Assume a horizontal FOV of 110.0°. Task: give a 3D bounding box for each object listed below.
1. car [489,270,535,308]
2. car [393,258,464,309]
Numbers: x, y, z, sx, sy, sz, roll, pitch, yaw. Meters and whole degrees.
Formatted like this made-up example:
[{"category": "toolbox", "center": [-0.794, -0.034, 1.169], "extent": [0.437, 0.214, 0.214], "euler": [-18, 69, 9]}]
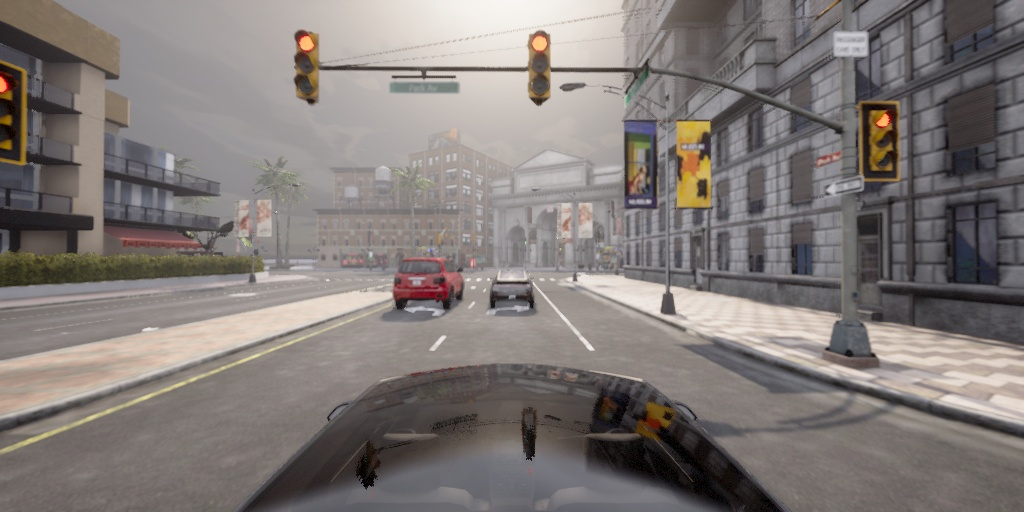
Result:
[{"category": "car", "center": [0.007, 1.378, 16.139], "extent": [2.128, 1.511, 4.902], "euler": [0, 0, 0]}, {"category": "car", "center": [-3.496, 1.099, 15.877], "extent": [2.150, 2.045, 5.566], "euler": [0, 0, 0]}]
